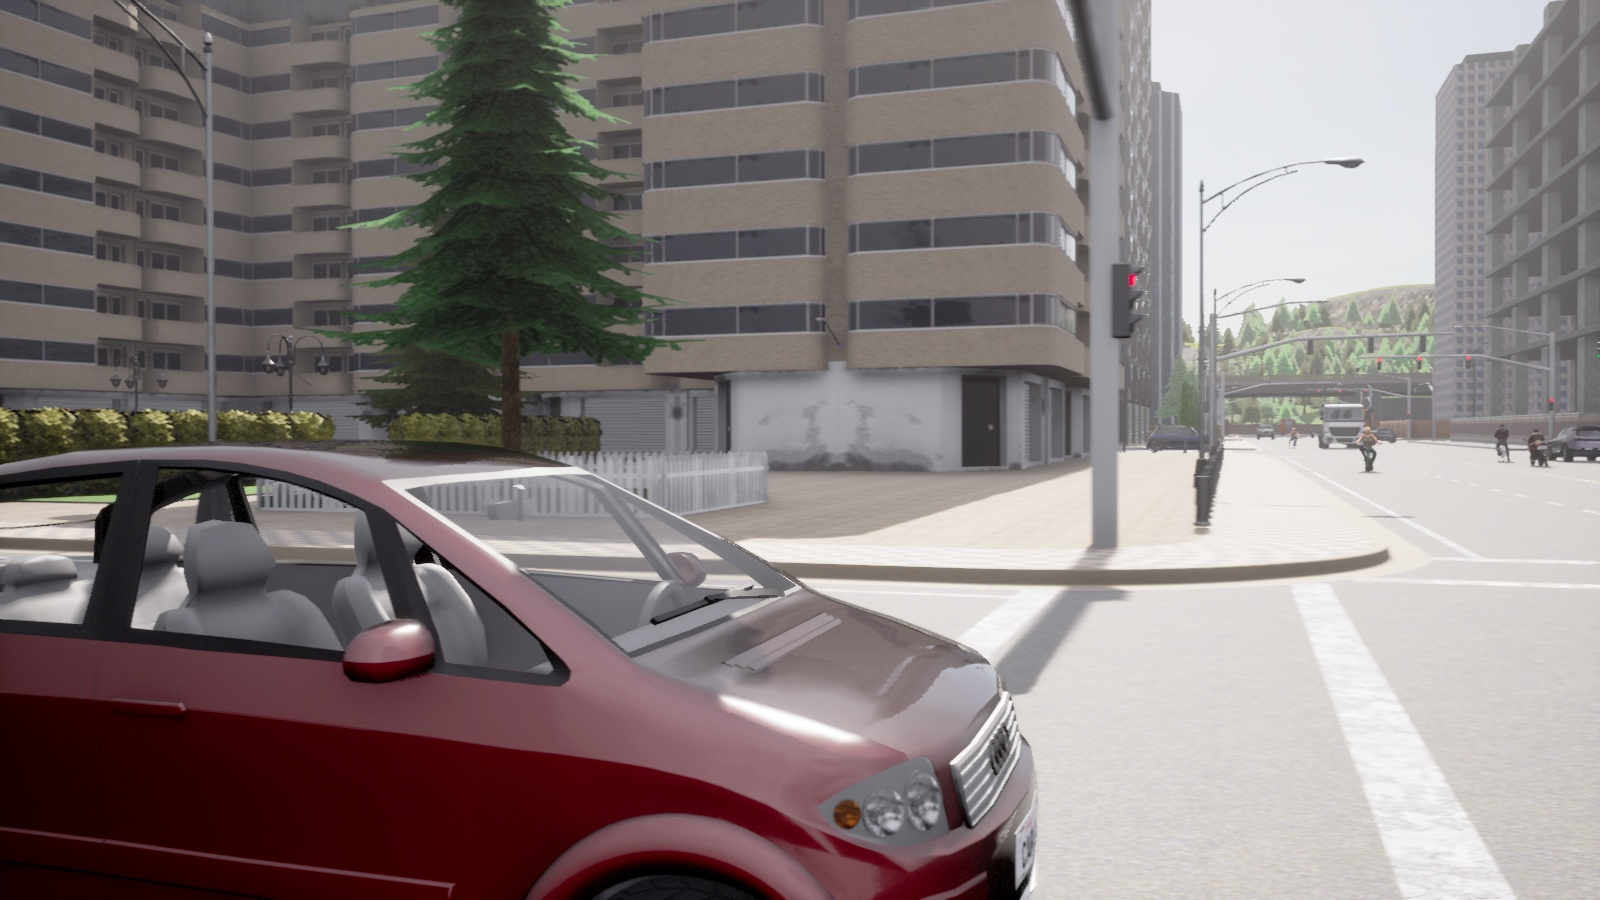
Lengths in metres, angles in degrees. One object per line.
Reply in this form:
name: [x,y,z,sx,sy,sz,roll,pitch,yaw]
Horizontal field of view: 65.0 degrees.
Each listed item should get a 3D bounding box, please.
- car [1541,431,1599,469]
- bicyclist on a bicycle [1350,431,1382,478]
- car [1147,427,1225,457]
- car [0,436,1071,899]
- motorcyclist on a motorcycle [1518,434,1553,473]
car: [35.376,-0.032,57.032,2.033,1.649,4.856,0,1,19]
bicyclist on a bicycle: [19.815,0.131,43.981,0.866,1.612,1.509,1,1,19]
car: [24.003,-0.525,78.184,4.553,1.767,2.097,1,1,17]
car: [-1.193,0.744,3.632,3.705,1.549,1.789,0,1,18]
motorcyclist on a motorcycle: [29.291,0.111,50.063,0.797,1.523,2.044,0,1,19]
